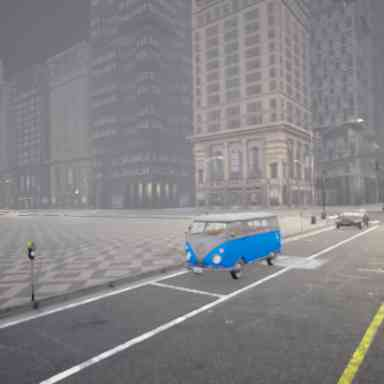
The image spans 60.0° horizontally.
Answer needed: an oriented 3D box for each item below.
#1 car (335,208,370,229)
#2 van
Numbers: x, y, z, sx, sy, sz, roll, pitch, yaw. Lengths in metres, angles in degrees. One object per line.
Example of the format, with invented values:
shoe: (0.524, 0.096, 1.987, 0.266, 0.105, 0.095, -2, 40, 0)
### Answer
car: (11.661, 1.875, 24.032, 2.008, 1.369, 4.403, -2, -2, 37)
van: (1.422, 1.566, 10.560, 1.690, 1.788, 3.998, -2, -2, 37)
